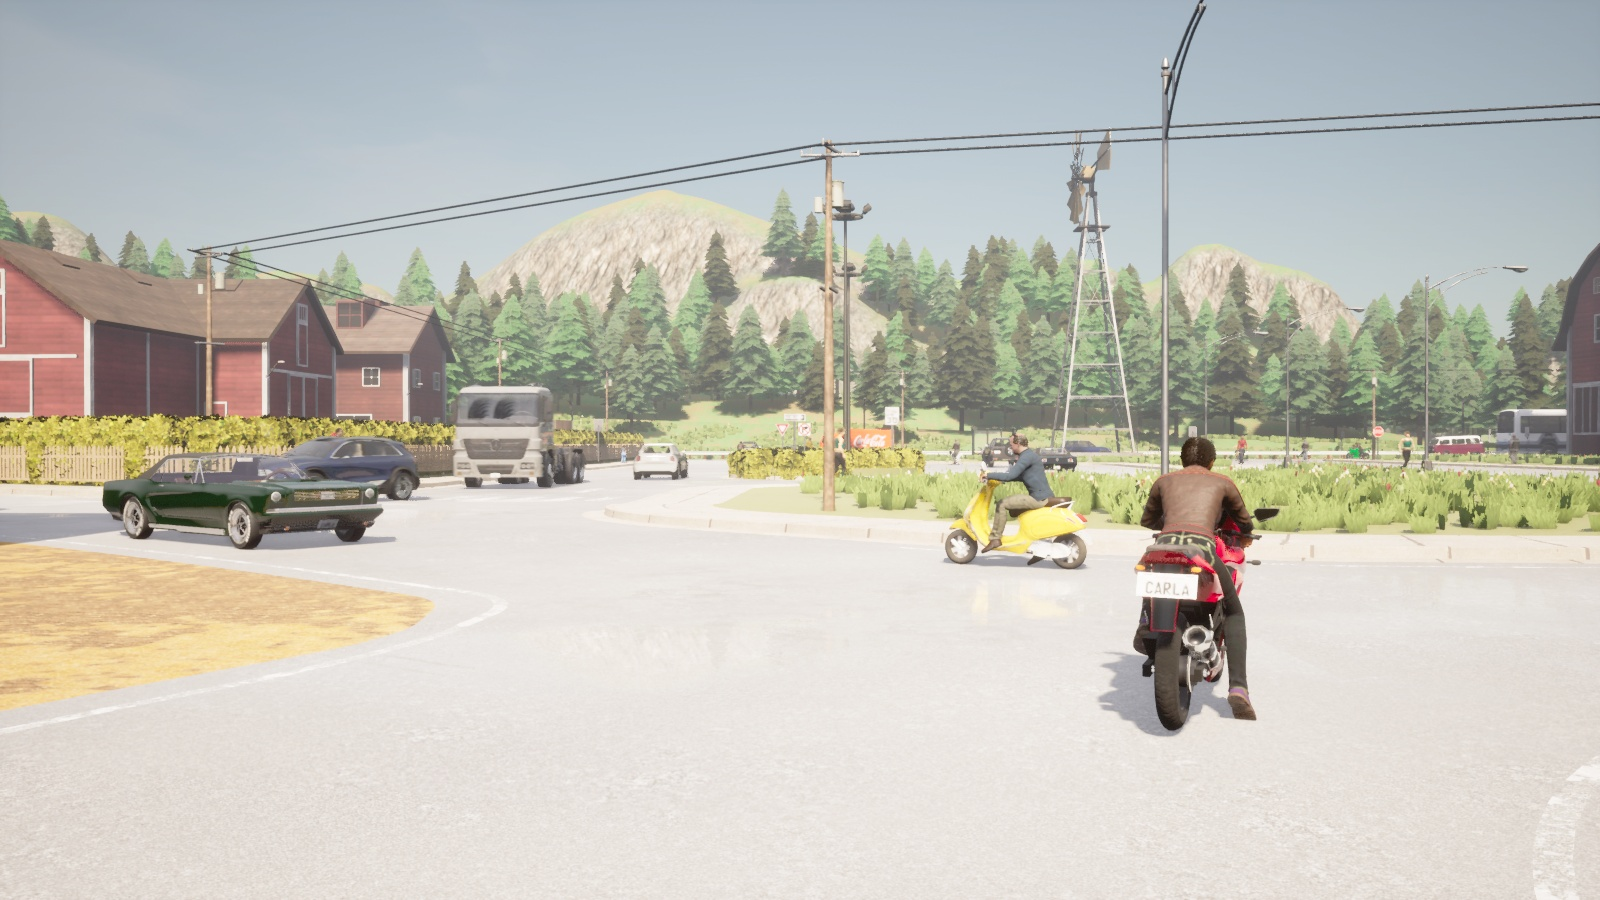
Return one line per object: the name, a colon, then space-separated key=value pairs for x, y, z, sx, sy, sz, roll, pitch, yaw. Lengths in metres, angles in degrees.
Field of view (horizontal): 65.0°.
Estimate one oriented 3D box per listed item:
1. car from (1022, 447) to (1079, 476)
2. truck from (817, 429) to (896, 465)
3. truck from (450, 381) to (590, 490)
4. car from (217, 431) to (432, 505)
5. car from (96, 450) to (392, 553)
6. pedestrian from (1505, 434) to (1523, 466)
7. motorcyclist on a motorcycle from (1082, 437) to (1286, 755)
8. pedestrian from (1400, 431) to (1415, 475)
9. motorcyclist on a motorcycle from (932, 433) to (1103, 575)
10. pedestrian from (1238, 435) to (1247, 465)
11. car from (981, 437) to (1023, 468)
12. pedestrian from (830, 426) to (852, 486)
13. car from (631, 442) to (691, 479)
car: x=11.856 y=0.519 z=59.787 sx=1.895 sy=1.301 sz=4.718 roll=0 pitch=0 yaw=2
truck: x=3.968 y=-0.233 z=87.966 sx=5.204 sy=2.467 sz=2.627 roll=0 pitch=0 yaw=10
truck: x=-9.566 y=-0.490 z=43.880 sx=2.891 sy=3.462 sz=7.936 roll=0 pitch=0 yaw=2
car: x=-11.602 y=0.439 z=31.051 sx=2.033 sy=1.649 sz=4.856 roll=1 pitch=0 yaw=26
car: x=-8.305 y=0.675 z=18.587 sx=4.718 sy=1.301 sz=1.895 roll=1 pitch=1 yaw=36
pedestrian: x=43.032 y=0.009 z=75.672 sx=0.563 sy=1.883 sz=0.849 roll=0 pitch=0 yaw=1
motorcyclist on a motorcycle: x=2.227 y=0.687 z=7.090 sx=0.797 sy=1.523 sz=2.044 roll=0 pitch=1 yaw=26
pedestrian: x=25.230 y=0.128 z=52.156 sx=0.345 sy=1.836 sz=0.594 roll=0 pitch=0 yaw=-1
motorcyclist on a motorcycle: x=2.569 y=0.598 z=14.846 sx=1.817 sy=1.590 sz=0.866 roll=0 pitch=1 yaw=27
pedestrian: x=26.528 y=-0.002 z=75.348 sx=0.331 sy=1.846 sz=0.636 roll=0 pitch=0 yaw=2
car: x=12.326 y=0.137 z=76.879 sx=1.932 sy=1.855 sz=4.605 roll=0 pitch=0 yaw=1
pedestrian: x=1.264 y=0.182 z=39.136 sx=0.594 sy=1.836 sz=0.345 roll=0 pitch=0 yaw=-28
car: x=-5.762 y=0.411 z=52.509 sx=1.970 sy=1.475 sz=3.806 roll=0 pitch=0 yaw=2
